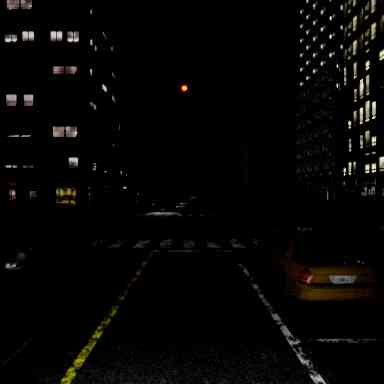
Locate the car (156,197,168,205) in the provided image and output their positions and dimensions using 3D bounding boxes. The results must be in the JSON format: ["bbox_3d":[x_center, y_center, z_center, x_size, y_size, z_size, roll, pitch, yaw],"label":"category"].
[{"bbox_3d":[-5.606,1.591,62.607,1.887,1.381,4.507,0,0,0],"label":"car"}]

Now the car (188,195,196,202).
[{"bbox_3d":[0.112,1.556,80.177,1.882,1.535,5.008,0,0,0],"label":"car"}]

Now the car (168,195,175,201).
[{"bbox_3d":[-5.567,1.624,90.072,1.752,1.417,4.829,0,0,0],"label":"car"}]

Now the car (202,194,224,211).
[{"bbox_3d":[2.742,1.332,40.490,2.192,1.841,5.009,0,0,0],"label":"car"}]

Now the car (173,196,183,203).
[{"bbox_3d":[-2.902,1.606,70.161,1.994,1.385,4.181,0,0,0],"label":"car"}]

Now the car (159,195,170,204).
[{"bbox_3d":[-5.599,1.496,68.135,1.967,1.590,4.097,0,0,0],"label":"car"}]

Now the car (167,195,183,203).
[{"bbox_3d":[-3.013,1.581,54.936,2.033,1.411,5.357,0,0,0],"label":"car"}]

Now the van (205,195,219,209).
[{"bbox_3d":[2.750,1.363,46.016,1.690,1.788,3.998,0,0,0],"label":"van"}]

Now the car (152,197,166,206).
[{"bbox_3d":[-5.613,1.588,57.081,2.008,1.369,4.403,0,0,0],"label":"car"}]

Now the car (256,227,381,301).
[{"bbox_3d":[2.698,1.526,8.247,1.752,1.417,4.829,0,0,0],"label":"car"}]

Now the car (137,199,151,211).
[{"bbox_3d":[-5.636,1.567,40.502,2.008,1.369,4.403,0,0,0],"label":"car"}]

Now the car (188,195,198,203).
[{"bbox_3d":[0.188,1.660,70.177,1.895,1.301,4.718,0,0,0],"label":"car"}]

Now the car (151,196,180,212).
[{"bbox_3d":[-3.019,1.563,39.306,2.033,1.411,5.357,0,0,4],"label":"car"}]

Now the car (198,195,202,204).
[{"bbox_3d":[2.773,1.361,62.596,2.192,1.841,5.009,0,0,0],"label":"car"}]

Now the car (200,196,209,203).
[{"bbox_3d":[2.790,1.611,73.650,1.887,1.381,4.507,0,0,0],"label":"car"}]

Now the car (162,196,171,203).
[{"bbox_3d":[-5.590,1.648,73.662,1.802,1.307,4.206,0,0,0],"label":"car"}]

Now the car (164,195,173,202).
[{"bbox_3d":[-5.583,1.516,79.188,1.967,1.590,4.097,0,0,0],"label":"car"}]

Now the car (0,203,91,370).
[{"bbox_3d":[-3.094,1.223,4.539,2.150,2.045,5.566,0,0,0],"label":"car"}]
